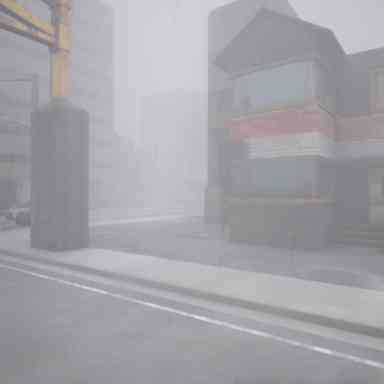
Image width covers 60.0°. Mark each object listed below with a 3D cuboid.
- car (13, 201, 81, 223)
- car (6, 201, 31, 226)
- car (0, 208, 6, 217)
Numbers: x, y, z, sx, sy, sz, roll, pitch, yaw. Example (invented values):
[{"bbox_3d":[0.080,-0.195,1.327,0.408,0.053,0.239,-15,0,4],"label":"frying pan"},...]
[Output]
[{"bbox_3d":[-9.728,1.295,22.803,1.853,1.218,4.536,0,0,15],"label":"car"},{"bbox_3d":[-9.742,1.452,22.753,2.038,1.542,4.974,0,0,15],"label":"car"},{"bbox_3d":[-12.899,1.294,25.453,4.536,1.218,1.853,0,0,-30],"label":"car"}]
